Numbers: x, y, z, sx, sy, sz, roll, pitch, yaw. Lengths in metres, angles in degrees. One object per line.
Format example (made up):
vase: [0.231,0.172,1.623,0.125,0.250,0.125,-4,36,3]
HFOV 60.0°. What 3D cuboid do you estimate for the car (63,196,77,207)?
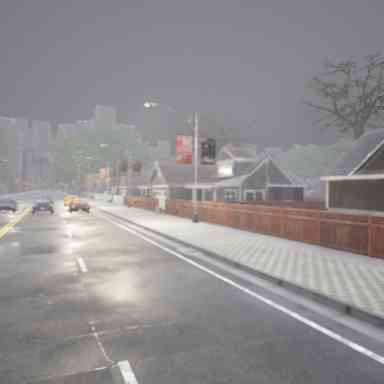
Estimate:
car: [-16.446,1.232,45.432,1.882,1.535,5.008,1,0,-22]

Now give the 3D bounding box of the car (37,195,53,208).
car: [-19.403,1.228,44.080,1.837,1.490,4.892,1,0,-22]

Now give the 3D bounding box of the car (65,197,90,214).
car: [-11.408,1.432,33.479,1.895,1.301,4.718,1,0,-22]

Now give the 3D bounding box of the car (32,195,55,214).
car: [-14.516,1.324,32.518,1.812,1.442,4.674,1,0,-23]

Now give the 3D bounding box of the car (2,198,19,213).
car: [-18.351,1.302,33.121,2.033,1.411,5.357,1,0,-23]

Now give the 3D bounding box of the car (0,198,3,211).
car: [-12.875,1.339,19.959,1.837,1.490,4.892,1,0,-23]
